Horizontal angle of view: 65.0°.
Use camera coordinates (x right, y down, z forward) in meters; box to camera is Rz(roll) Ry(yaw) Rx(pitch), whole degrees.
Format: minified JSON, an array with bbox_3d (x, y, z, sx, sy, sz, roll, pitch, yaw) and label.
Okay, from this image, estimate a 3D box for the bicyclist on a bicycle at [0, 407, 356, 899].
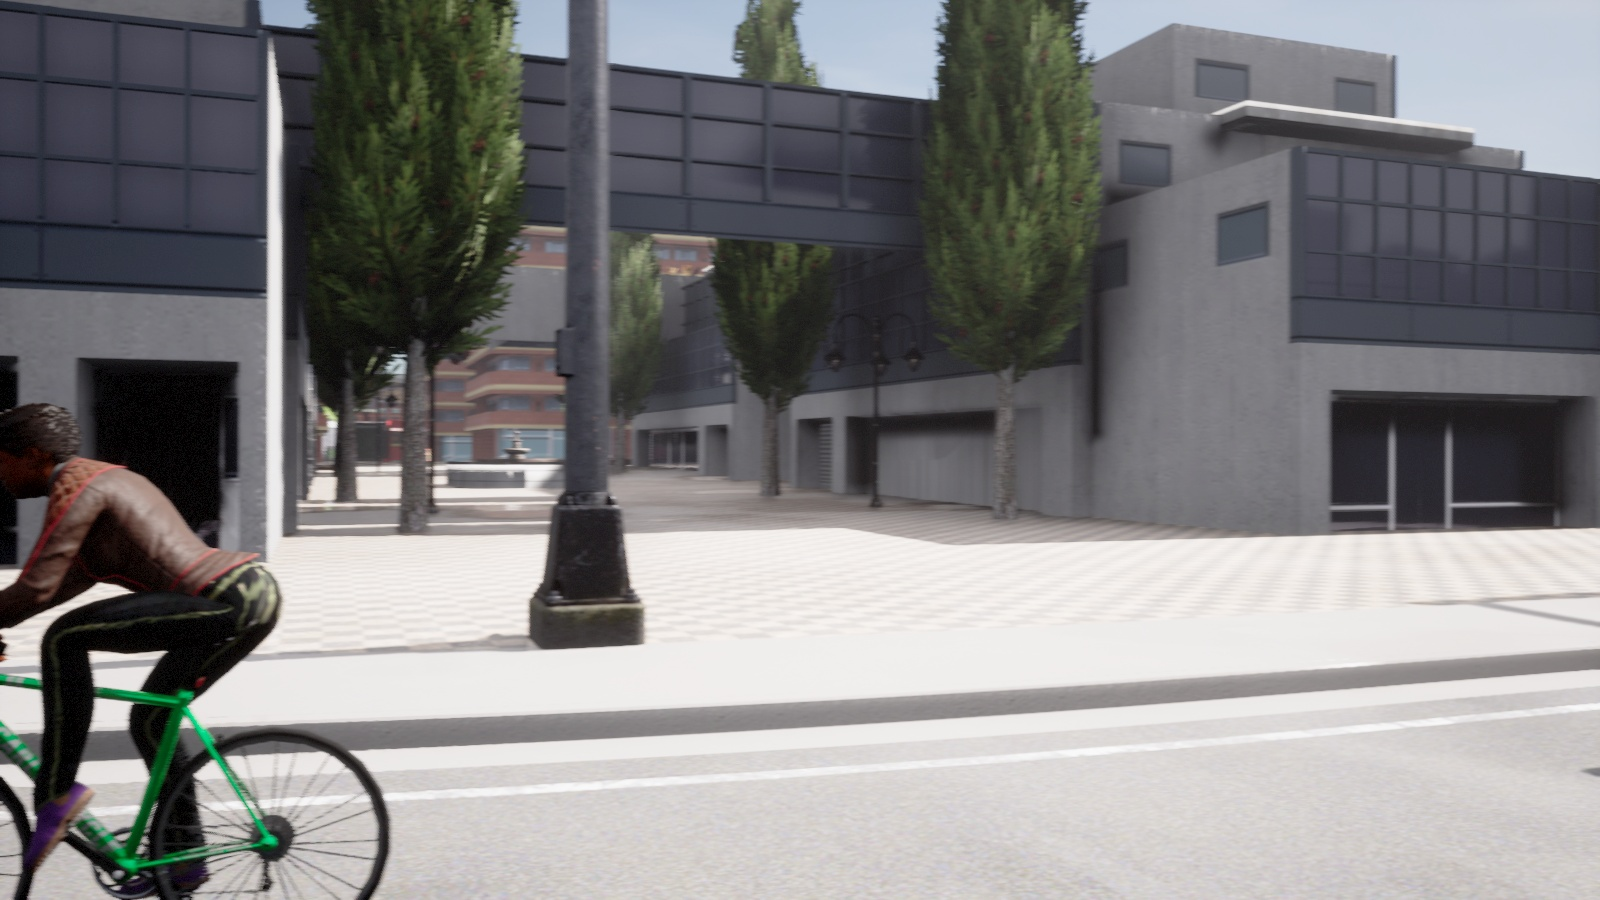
[{"bbox_3d":[-2.166,0.701,3.532,1.656,1.620,0.582,0,0,-12],"label":"bicyclist on a bicycle"}]
